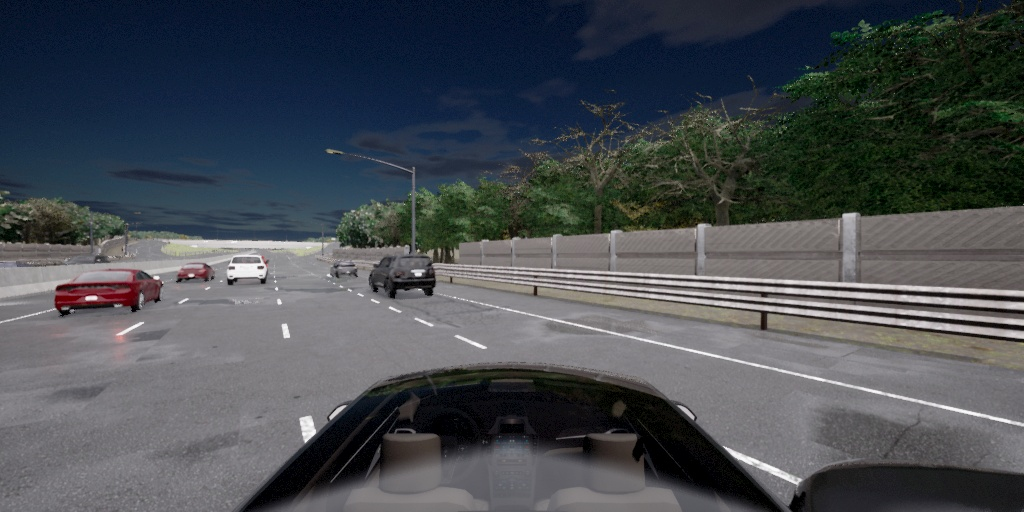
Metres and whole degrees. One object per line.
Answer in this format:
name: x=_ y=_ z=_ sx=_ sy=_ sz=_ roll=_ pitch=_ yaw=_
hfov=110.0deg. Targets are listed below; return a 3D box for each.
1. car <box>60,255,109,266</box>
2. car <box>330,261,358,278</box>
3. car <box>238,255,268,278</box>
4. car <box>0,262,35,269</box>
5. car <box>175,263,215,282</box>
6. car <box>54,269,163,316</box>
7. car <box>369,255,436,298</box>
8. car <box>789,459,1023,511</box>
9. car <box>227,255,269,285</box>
car: x=-43.093 y=0.924 z=36.302 sx=2.150 sy=2.045 sz=5.566 roll=0 pitch=0 yaw=-33
car: x=-15.779 y=1.218 z=33.571 sx=2.128 sy=1.511 sz=4.902 roll=0 pitch=0 yaw=-34
car: x=-25.288 y=0.940 z=35.194 sx=2.150 sy=2.045 sz=5.566 roll=0 pitch=0 yaw=-34
car: x=-43.957 y=1.256 z=31.273 sx=2.033 sy=1.411 sz=5.357 roll=0 pitch=0 yaw=-34
car: x=-24.837 y=1.251 z=28.243 sx=1.812 sy=1.442 sz=4.674 roll=0 pitch=0 yaw=-34
car: x=-15.047 y=1.220 z=13.685 sx=1.882 sy=1.535 sz=5.008 roll=0 pitch=0 yaw=-34
car: x=-5.841 y=0.963 z=18.813 sx=2.150 sy=2.045 sz=5.566 roll=0 pitch=0 yaw=-34
car: x=2.984 y=1.315 z=0.521 sx=4.181 sy=1.385 sz=1.994 roll=0 pitch=0 yaw=34
car: x=-19.283 y=0.952 z=26.235 sx=2.150 sy=2.045 sz=5.566 roll=0 pitch=0 yaw=-34
